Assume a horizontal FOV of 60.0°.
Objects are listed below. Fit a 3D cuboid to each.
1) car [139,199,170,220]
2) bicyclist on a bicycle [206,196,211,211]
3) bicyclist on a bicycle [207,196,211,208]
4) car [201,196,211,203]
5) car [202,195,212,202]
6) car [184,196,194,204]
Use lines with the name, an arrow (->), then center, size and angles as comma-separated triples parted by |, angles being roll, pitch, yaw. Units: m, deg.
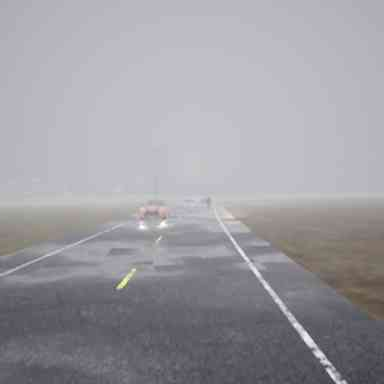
car -> -3.068, 1.396, 28.044 | 2.097, 1.767, 4.553 | 0, 0, 2
bicyclist on a bicycle -> 1.979, 1.514, 39.859 | 0.582, 1.620, 1.656 | 0, 0, 3
bicyclist on a bicycle -> 2.524, 1.446, 49.718 | 0.659, 1.776, 1.843 | 0, 0, 3
car -> 2.921, 1.583, 69.558 | 1.882, 1.535, 5.008 | 0, 0, 4
car -> 3.617, 1.585, 79.885 | 2.128, 1.511, 4.902 | 0, 0, 4
car -> -0.604, 1.577, 69.312 | 1.882, 1.535, 5.008 | 0, 0, 4
